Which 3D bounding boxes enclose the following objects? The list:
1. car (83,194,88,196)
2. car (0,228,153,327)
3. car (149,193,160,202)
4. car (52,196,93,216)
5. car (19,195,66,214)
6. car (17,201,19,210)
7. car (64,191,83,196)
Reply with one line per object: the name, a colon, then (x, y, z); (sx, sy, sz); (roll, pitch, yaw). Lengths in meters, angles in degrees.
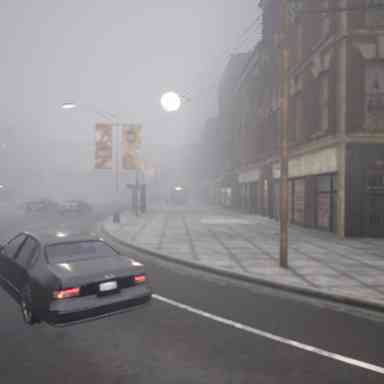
car: (-26.633, 1.214, 79.543); (1.895, 1.301, 4.718); (1, 0, -3)
car: (-2.954, 1.510, 7.143); (2.033, 1.411, 5.357); (1, 0, -41)
car: (-10.427, 1.276, 91.516); (2.231, 1.521, 4.892); (1, 0, 7)
car: (-10.729, 1.397, 30.855); (2.033, 1.411, 5.357); (1, 0, -2)
car: (-14.190, 1.300, 31.915); (2.128, 1.511, 4.902); (1, 0, -3)
car: (-18.232, 1.108, 38.304); (2.097, 1.767, 4.553); (1, 0, -2)
car: (-26.250, 0.860, 72.156); (2.435, 2.045, 5.566); (1, 0, -3)
